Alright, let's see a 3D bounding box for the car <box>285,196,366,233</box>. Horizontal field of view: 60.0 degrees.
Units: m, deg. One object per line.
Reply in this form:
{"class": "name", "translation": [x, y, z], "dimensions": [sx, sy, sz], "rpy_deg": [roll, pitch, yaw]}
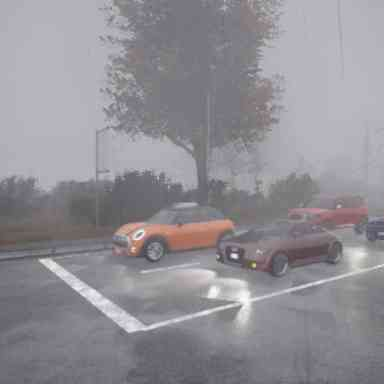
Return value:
{"class": "car", "translation": [7.263, 1.223, 17.727], "dimensions": [5.566, 2.045, 2.150], "rpy_deg": [0, 0, -35]}

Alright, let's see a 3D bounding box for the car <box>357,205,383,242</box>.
{"class": "car", "translation": [9.976, 1.478, 15.367], "dimensions": [5.008, 1.535, 1.882], "rpy_deg": [0, 0, -35]}

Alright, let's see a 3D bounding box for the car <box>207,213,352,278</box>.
{"class": "car", "translation": [2.789, 1.568, 10.273], "dimensions": [4.181, 1.385, 1.994], "rpy_deg": [0, 0, -35]}

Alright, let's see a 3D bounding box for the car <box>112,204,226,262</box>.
{"class": "car", "translation": [-0.573, 1.355, 12.206], "dimensions": [4.553, 1.767, 2.097], "rpy_deg": [0, 0, -34]}
